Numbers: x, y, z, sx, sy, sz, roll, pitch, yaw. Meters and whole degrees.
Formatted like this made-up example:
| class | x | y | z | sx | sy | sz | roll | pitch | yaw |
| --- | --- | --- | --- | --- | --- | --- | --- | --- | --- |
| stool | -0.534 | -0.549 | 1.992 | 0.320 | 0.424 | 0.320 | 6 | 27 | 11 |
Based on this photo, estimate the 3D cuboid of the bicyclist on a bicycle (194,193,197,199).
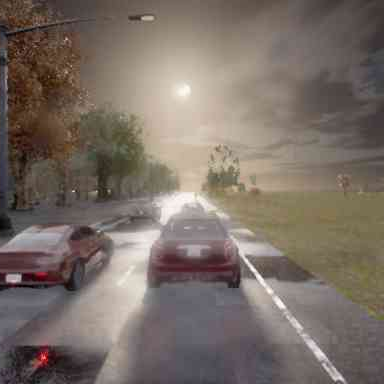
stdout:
| class | x | y | z | sx | sy | sz | roll | pitch | yaw |
| --- | --- | --- | --- | --- | --- | --- | --- | --- | --- |
| bicyclist on a bicycle | 0.983 | 1.228 | 92.758 | 0.582 | 1.620 | 1.656 | 0 | 0 | 0 |

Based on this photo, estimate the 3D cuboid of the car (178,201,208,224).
| class | x | y | z | sx | sy | sz | roll | pitch | yaw |
| --- | --- | --- | --- | --- | --- | --- | --- | --- | --- |
| car | 0.071 | 1.485 | 25.213 | 2.033 | 1.411 | 5.357 | 0 | 0 | 0 |

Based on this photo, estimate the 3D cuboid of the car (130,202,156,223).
| class | x | y | z | sx | sy | sz | roll | pitch | yaw |
| --- | --- | --- | --- | --- | --- | --- | --- | --- | --- |
| car | -3.429 | 1.485 | 25.212 | 2.033 | 1.411 | 5.357 | 0 | 0 | 0 |

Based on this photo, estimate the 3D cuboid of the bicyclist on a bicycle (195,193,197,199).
| class | x | y | z | sx | sy | sz | roll | pitch | yaw |
| --- | --- | --- | --- | --- | --- | --- | --- | --- | --- |
| bicyclist on a bicycle | 0.979 | 1.166 | 83.753 | 0.659 | 1.776 | 1.843 | 0 | 0 | 0 |

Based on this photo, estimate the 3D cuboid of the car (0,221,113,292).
| class | x | y | z | sx | sy | sz | roll | pitch | yaw |
| --- | --- | --- | --- | --- | --- | --- | --- | --- | --- |
| car | -3.439 | 1.504 | 8.775 | 1.812 | 1.442 | 4.674 | 0 | 0 | 1 |

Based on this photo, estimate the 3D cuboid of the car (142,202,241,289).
| class | x | y | z | sx | sy | sz | roll | pitch | yaw |
| --- | --- | --- | --- | --- | --- | --- | --- | --- | --- |
| car | 0.061 | 1.328 | 9.280 | 2.097 | 1.767 | 4.553 | 0 | 0 | 0 |
